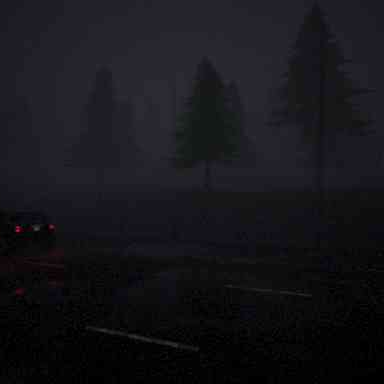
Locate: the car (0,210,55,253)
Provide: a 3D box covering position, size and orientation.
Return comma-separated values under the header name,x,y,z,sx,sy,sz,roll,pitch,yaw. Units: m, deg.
name,x,y,z,sx,sy,sz,roll,pitch,yaw
car,-8.300,1.559,14.757,4.553,1.767,2.097,-1,-1,28
